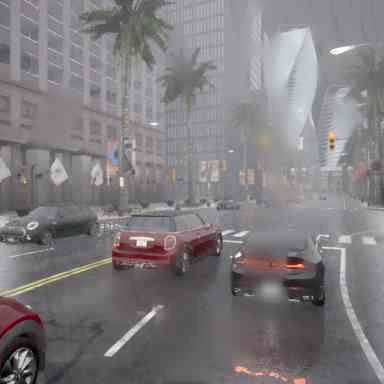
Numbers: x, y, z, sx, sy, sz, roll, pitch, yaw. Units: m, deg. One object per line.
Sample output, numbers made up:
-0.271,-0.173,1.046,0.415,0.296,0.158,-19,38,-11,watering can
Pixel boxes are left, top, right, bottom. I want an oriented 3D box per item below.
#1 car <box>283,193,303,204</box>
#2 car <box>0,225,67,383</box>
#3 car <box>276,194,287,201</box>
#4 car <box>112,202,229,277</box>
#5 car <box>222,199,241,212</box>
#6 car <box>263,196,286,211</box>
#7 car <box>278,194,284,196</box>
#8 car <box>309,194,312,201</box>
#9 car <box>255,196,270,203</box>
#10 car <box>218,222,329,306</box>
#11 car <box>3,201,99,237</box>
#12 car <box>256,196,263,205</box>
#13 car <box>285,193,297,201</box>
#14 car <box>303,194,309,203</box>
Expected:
19.119,1.351,62.760,2.097,1.767,4.553,0,0,25,car
-2.960,1.352,2.123,2.097,1.767,4.553,0,0,7,car
24.019,1.354,89.180,2.185,1.767,4.553,0,0,24,car
-0.533,1.352,10.591,2.097,1.767,4.553,0,0,21,car
4.323,1.564,39.096,1.994,1.385,4.181,0,0,25,car
10.356,1.547,42.092,2.033,1.411,5.357,0,0,12,car
18.606,1.478,69.933,1.882,1.535,5.008,0,0,25,car
30.001,1.298,86.391,2.097,1.767,4.553,0,0,24,car
14.795,1.513,69.282,2.161,1.482,4.786,0,0,24,car
2.251,1.505,8.224,1.837,1.490,4.892,0,0,20,car
-6.442,1.352,15.493,2.097,1.767,4.553,0,0,23,car
12.673,1.478,57.211,1.882,1.535,5.008,0,0,25,car
24.890,1.225,83.551,2.150,2.045,5.566,0,0,25,car
23.688,1.478,72.605,1.882,1.535,5.008,0,0,25,car
